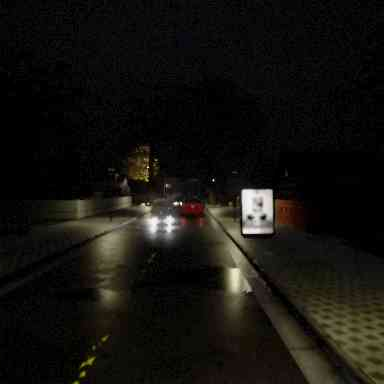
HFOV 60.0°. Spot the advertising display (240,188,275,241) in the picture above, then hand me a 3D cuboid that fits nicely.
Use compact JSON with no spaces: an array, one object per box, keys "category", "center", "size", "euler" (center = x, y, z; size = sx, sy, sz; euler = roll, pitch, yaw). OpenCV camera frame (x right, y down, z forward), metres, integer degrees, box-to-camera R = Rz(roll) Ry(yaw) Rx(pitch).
[{"category":"advertising display","center":[2.997,1.030,15.327],"size":[1.540,2.440,0.280],"euler":[-1,-1,0]}]

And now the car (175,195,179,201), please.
[{"category":"car","center":[-2.746,1.441,73.993],"size":[2.128,1.511,4.902],"euler":[0,0,0]}]

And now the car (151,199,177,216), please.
[{"category":"car","center":[-2.846,1.606,32.705],"size":[1.895,1.301,4.718],"euler":[0,0,0]}]

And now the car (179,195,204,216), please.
[{"category":"car","center":[0.069,1.358,32.589],"size":[2.097,1.767,4.553],"euler":[0,0,1]}]

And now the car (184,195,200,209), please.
[{"category":"car","center":[0.049,1.357,45.816],"size":[2.097,1.767,4.553],"euler":[0,0,0]}]
